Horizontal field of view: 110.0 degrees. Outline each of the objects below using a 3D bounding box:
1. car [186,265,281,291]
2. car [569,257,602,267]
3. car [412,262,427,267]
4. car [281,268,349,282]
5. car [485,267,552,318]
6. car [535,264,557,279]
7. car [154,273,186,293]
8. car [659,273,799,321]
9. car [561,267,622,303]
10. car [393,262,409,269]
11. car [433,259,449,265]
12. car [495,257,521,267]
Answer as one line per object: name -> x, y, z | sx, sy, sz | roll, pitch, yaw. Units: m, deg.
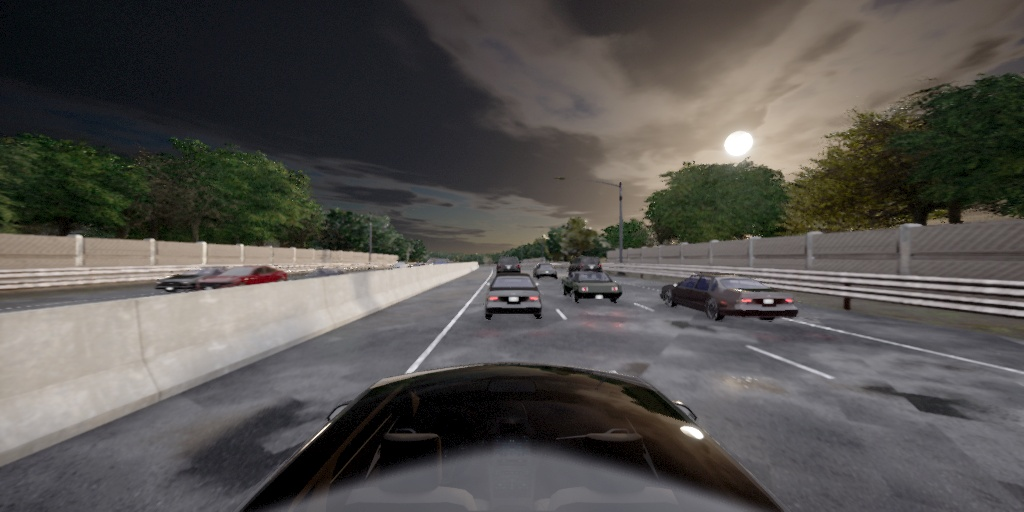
car -> -14.263, 1.249, 19.315 | 1.882, 1.535, 5.008 | 0, 0, -1
car -> 6.648, 1.086, 32.929 | 2.150, 2.045, 5.566 | 0, -1, -2
car -> -15.599, 1.777, 60.918 | 1.994, 1.385, 4.181 | 0, -1, -2
car -> -10.783, 1.376, 20.683 | 1.895, 1.301, 4.718 | 0, 0, -1
car -> 0.033, 1.306, 12.933 | 2.033, 1.411, 5.357 | 0, 0, 0
car -> 3.103, 1.446, 34.354 | 1.994, 1.385, 4.181 | 0, -1, -2
car -> -17.790, 1.327, 21.242 | 2.033, 1.411, 5.357 | 0, 0, -1
car -> 7.034, 1.304, 12.381 | 2.033, 1.411, 5.357 | 0, 0, -1
car -> 3.480, 1.362, 16.635 | 1.895, 1.301, 4.718 | 0, 0, -1
car -> -19.156, 1.760, 62.241 | 1.812, 1.442, 4.674 | 0, -1, -2
car -> -12.137, 1.461, 61.834 | 2.150, 2.045, 5.566 | 0, -1, -2
car -> -0.356, 1.090, 32.992 | 2.150, 2.045, 5.566 | 0, -1, -2
